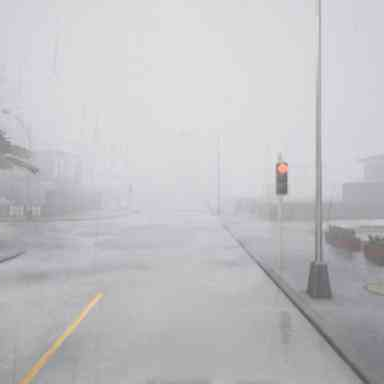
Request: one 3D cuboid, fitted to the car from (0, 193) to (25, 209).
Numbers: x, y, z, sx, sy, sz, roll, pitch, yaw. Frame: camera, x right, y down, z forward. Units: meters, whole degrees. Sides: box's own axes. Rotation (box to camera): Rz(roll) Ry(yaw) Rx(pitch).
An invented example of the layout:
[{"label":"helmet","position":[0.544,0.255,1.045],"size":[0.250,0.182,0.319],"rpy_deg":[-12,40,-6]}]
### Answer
[{"label":"car","position":[-19.721,0.996,35.185],"size":[1.905,1.878,3.866],"rpy_deg":[0,0,35]}]
